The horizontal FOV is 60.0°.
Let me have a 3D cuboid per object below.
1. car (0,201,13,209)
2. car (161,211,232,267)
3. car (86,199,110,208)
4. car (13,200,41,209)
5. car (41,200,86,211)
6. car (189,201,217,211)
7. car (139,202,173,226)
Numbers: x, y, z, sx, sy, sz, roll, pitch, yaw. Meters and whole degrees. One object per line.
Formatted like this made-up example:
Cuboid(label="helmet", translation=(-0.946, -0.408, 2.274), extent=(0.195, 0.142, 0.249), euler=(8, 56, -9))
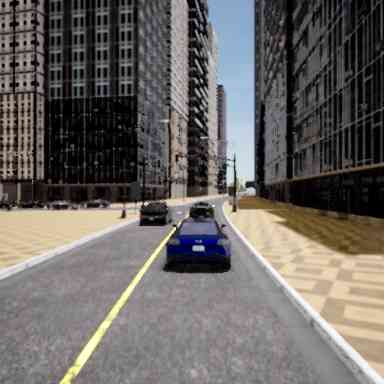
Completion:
Cuboid(label="car", translation=(-31.206, 2.092, 54.575), extent=(4.313, 1.339, 1.947), euler=(-1, 1, 12))
Cuboid(label="car", translation=(0.244, 1.560, 11.388), extent=(1.994, 1.385, 4.181), euler=(0, 0, 2))
Cuboid(label="car", translation=(-14.716, 1.796, 51.001), extent=(4.403, 1.369, 2.008), euler=(-1, 1, 12))
Cuboid(label="car", translation=(-25.709, 1.998, 53.384), extent=(4.313, 1.339, 1.947), euler=(-1, 1, 12))
Cuboid(label="car", translation=(-16.491, 1.763, 42.811), extent=(4.403, 1.369, 2.008), euler=(-1, 1, 12))
Cuboid(label="car", translation=(0.788, 1.487, 25.464), extent=(1.837, 1.490, 4.892), euler=(0, 0, 3))
Cuboid(label="car", translation=(-2.452, 1.461, 23.669), extent=(1.882, 1.535, 5.008), euler=(0, 0, 3))
